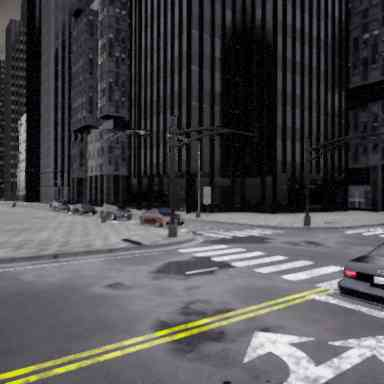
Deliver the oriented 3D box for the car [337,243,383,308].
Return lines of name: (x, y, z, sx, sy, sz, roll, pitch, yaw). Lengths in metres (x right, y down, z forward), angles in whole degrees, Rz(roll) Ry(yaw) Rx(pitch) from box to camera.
car: (5.392, 1.643, 7.343, 5.357, 1.411, 2.033, 1, 0, -36)

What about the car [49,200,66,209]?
car: (-25.378, 2.341, 62.809, 1.882, 1.535, 5.008, 0, -1, -36)

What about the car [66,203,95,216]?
car: (-13.226, 2.092, 40.525, 2.033, 1.411, 5.357, 0, -1, -36)

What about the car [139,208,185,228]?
car: (-2.338, 1.904, 25.430, 1.994, 1.385, 4.181, 0, -1, -37)

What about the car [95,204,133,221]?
car: (-7.471, 1.941, 32.547, 1.837, 1.490, 4.892, 0, -1, -36)

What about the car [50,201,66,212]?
car: (-19.230, 2.167, 48.913, 1.837, 1.490, 4.892, 0, -1, -35)
